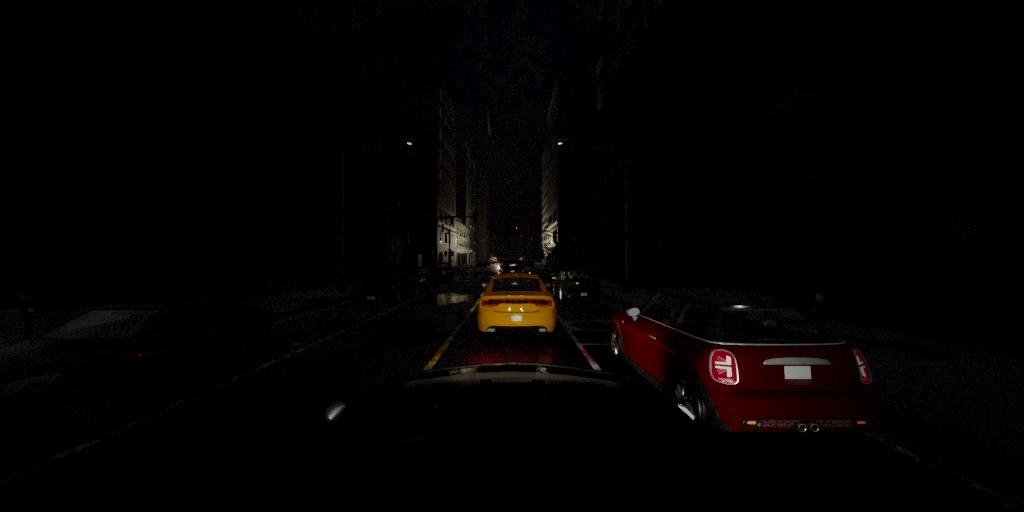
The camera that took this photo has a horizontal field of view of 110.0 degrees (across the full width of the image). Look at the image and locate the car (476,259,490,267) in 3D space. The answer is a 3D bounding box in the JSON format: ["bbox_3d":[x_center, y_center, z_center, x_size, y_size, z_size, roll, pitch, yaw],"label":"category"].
[{"bbox_3d":[-5.513,1.375,64.650,1.802,1.307,4.207,0,0,0],"label":"car"}]

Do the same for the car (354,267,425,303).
[{"bbox_3d":[-5.640,1.317,16.546,1.948,1.339,4.313,0,0,0],"label":"car"}]

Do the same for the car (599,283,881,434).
[{"bbox_3d":[2.864,1.190,5.526,1.967,1.591,4.097,0,0,0],"label":"car"}]

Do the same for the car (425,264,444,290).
[{"bbox_3d":[-5.630,1.334,22.047,1.802,1.307,4.207,0,0,0],"label":"car"}]

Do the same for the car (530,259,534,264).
[{"bbox_3d":[3.012,1.233,64.621,1.967,1.591,4.097,0,0,0],"label":"car"}]

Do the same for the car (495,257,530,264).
[{"bbox_3d":[0.080,1.105,28.135,2.097,1.767,4.553,0,0,1],"label":"car"}]

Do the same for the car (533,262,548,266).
[{"bbox_3d":[2.906,1.319,27.532,1.948,1.339,4.313,0,0,0],"label":"car"}]

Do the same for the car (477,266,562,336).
[{"bbox_3d":[0.114,1.228,10.414,1.882,1.535,5.008,0,0,0],"label":"car"}]

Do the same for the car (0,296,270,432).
[{"bbox_3d":[-5.661,1.332,5.543,1.802,1.307,4.207,0,0,0],"label":"car"}]

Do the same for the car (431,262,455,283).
[{"bbox_3d":[-5.619,1.193,27.548,1.967,1.591,4.097,0,0,0],"label":"car"}]

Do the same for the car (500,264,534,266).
[{"bbox_3d":[0.135,1.315,19.403,1.994,1.385,4.181,0,0,0],"label":"car"}]

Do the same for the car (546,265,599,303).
[{"bbox_3d":[2.885,1.301,16.529,2.007,1.370,4.403,0,0,0],"label":"car"}]
